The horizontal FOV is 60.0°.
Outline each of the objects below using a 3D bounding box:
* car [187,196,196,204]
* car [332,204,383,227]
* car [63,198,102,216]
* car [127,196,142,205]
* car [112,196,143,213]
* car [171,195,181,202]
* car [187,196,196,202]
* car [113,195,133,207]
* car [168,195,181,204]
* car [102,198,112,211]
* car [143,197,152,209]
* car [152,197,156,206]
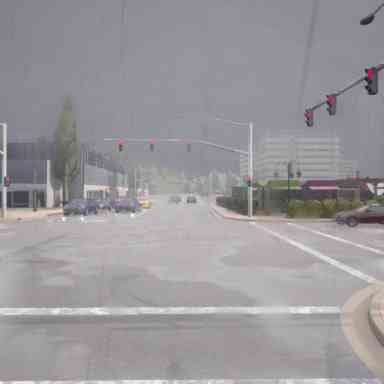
[{"bbox_3d":[-0.075,1.491,64.652,2.128,1.511,4.902,0,0,0],"label":"car"},{"bbox_3d":[11.780,1.526,21.998,4.674,1.442,1.812,0,0,1],"label":"car"},{"bbox_3d":[-10.714,1.352,32.335,2.097,1.767,4.553,0,0,2],"label":"car"},{"bbox_3d":[-10.632,1.504,61.498,1.837,1.490,4.892,0,0,0],"label":"car"},{"bbox_3d":[-7.130,1.352,37.177,2.097,1.767,4.553,0,0,0],"label":"car"},{"bbox_3d":[-3.587,1.425,74.922,1.994,1.385,4.181,0,0,0],"label":"car"},{"bbox_3d":[-0.088,1.468,74.958,1.895,1.301,4.718,0,0,0],"label":"car"},{"bbox_3d":[-10.647,1.352,51.496,2.097,1.767,4.553,0,0,0],"label":"car"},{"bbox_3d":[-3.575,1.547,64.648,2.033,1.411,5.357,0,0,0],"label":"car"},{"bbox_3d":[-10.643,1.491,41.489,2.128,1.511,4.902,0,0,0],"label":"car"},{"bbox_3d":[-7.139,1.477,46.306,1.882,1.535,5.008,0,0,0],"label":"car"},{"bbox_3d":[-7.137,1.526,56.261,1.812,1.442,4.674,0,0,0],"label":"car"}]
